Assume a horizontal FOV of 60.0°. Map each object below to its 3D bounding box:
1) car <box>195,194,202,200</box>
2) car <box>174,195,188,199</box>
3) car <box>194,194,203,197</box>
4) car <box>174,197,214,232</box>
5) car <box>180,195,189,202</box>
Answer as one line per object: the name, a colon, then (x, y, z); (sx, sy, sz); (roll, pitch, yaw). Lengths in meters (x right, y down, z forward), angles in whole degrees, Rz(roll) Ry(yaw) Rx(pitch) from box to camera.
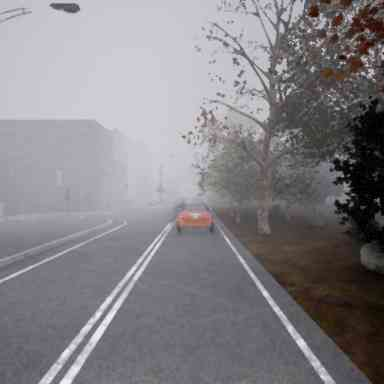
car: (1.852, 1.252, 87.568); (1.812, 1.442, 4.674); (0, 0, 2)
car: (-2.272, 1.483, 61.362); (2.128, 1.511, 4.902); (0, 0, 3)
car: (1.543, 1.278, 77.535); (2.097, 1.767, 4.553); (0, 0, 2)
car: (0.217, 1.399, 20.529); (2.097, 1.767, 4.553); (0, 0, 1)
car: (-1.721, 1.453, 77.157); (1.812, 1.442, 4.674); (0, 0, 2)
